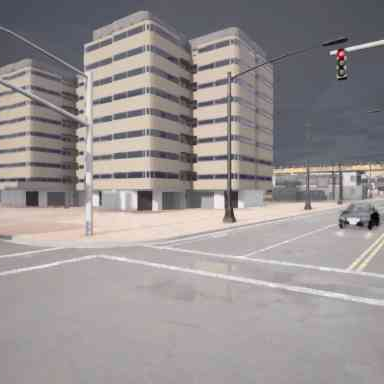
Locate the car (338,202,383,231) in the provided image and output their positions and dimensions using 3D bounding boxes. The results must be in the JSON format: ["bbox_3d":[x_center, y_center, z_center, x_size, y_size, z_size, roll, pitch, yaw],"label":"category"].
[{"bbox_3d":[10.616,1.499,21.014,2.128,1.511,4.902,0,0,35],"label":"car"}]

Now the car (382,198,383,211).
[{"bbox_3d":[25.126,1.524,41.517,2.033,1.411,5.357,0,0,35],"label":"car"}]
